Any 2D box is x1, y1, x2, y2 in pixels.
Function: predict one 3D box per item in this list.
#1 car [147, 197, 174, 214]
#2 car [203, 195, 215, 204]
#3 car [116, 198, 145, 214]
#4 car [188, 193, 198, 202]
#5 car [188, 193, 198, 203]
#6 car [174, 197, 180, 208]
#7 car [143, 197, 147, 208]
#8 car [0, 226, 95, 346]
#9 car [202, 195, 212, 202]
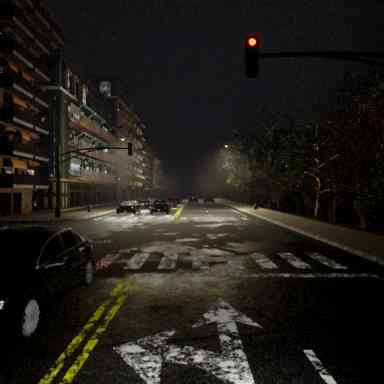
[{"bbox_3d":[-3.237,1.509,34.944,1.837,1.490,4.892,0,0,0],"label":"car"},{"bbox_3d":[3.464,1.525,66.049,1.837,1.490,4.892,0,0,0],"label":"car"},{"bbox_3d":[-6.494,1.605,34.605,1.895,1.301,4.718,0,0,0],"label":"car"},{"bbox_3d":[0.249,1.253,76.556,2.150,2.045,5.566,0,0,0],"label":"car"},{"bbox_3d":[0.316,1.512,66.466,2.128,1.511,4.902,0,0,0],"label":"car"},{"bbox_3d":[-3.188,1.535,48.811,1.812,1.442,4.674,0,0,0],"label":"car"},{"bbox_3d":[-6.456,1.499,44.970,2.128,1.511,4.902,0,0,0],"label":"car"},{"bbox_3d":[-3.333,1.503,6.506,1.837,1.490,4.892,0,0,0],"label":"car"},{"bbox_3d":[3.498,1.498,76.468,2.033,1.411,5.357,0,0,0],"label":"car"}]
